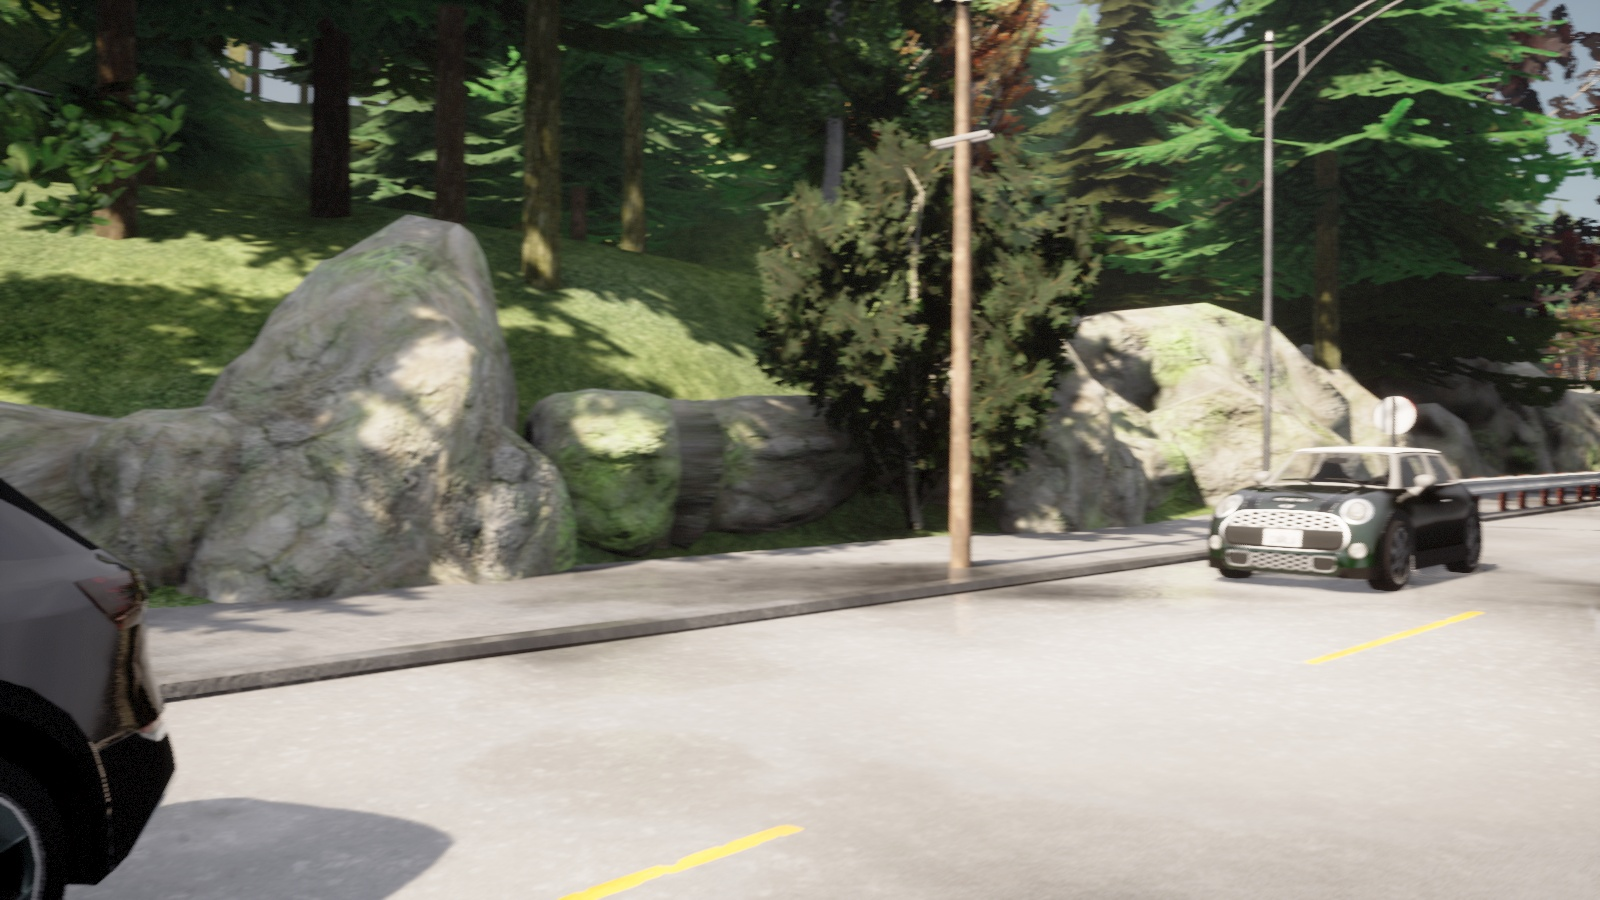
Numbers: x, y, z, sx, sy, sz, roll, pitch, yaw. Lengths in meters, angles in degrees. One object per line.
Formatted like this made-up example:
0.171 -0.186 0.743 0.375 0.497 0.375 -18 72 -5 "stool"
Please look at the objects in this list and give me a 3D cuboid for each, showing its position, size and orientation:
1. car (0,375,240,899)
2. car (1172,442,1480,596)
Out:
-3.581 0.642 1.952 2.033 1.649 4.856 0 0 23 "car"
6.024 0.664 14.173 1.970 1.475 3.806 1 0 43 "car"
